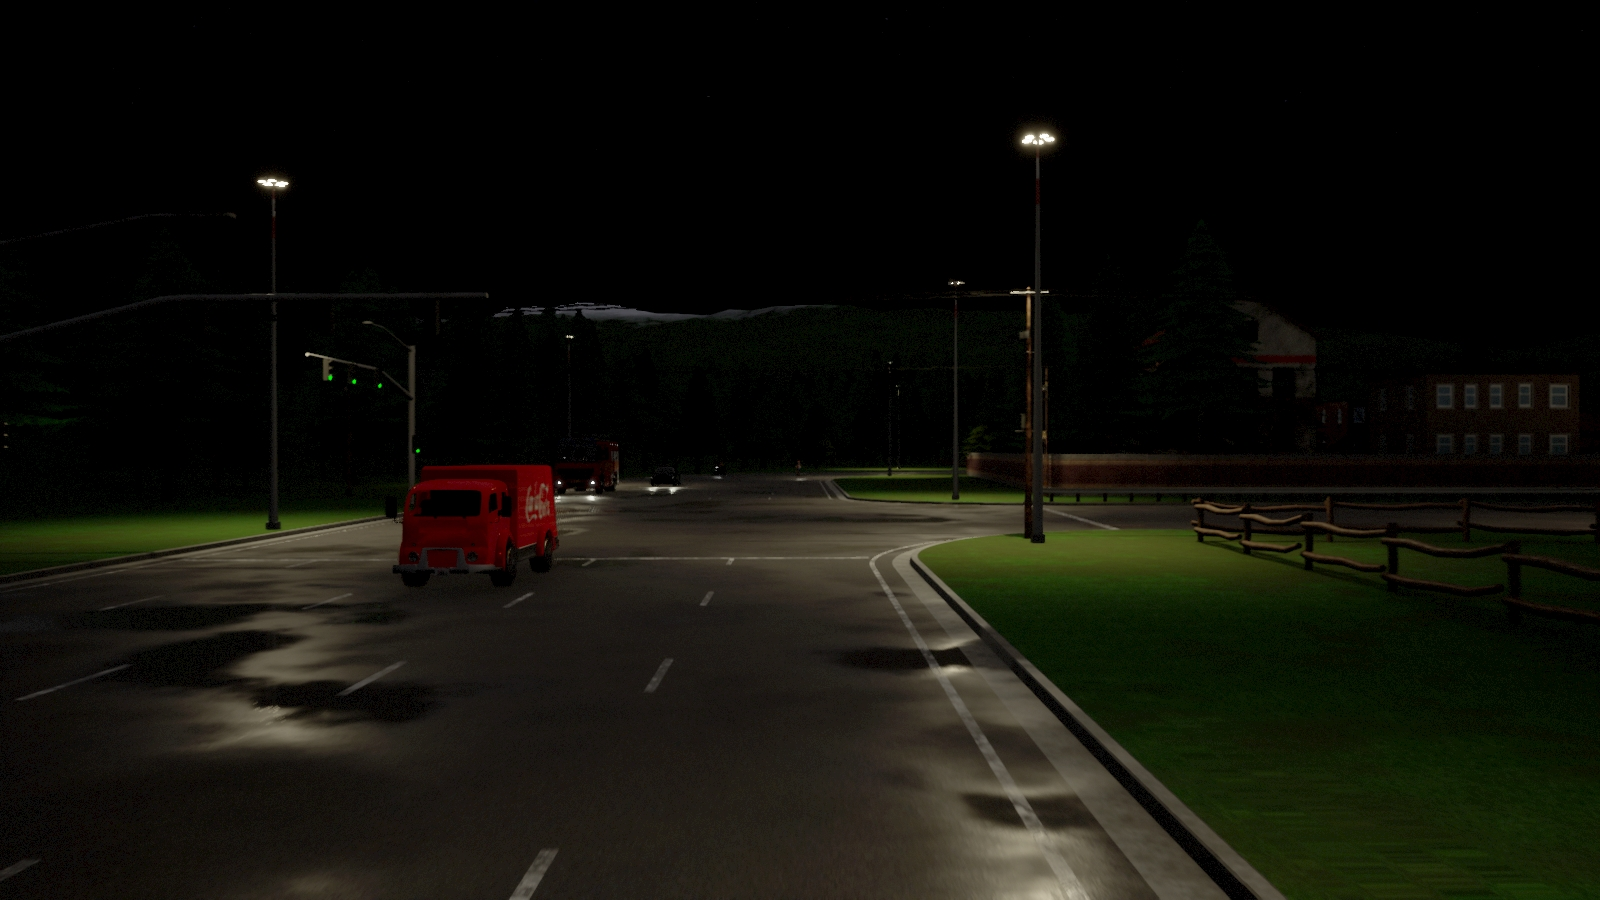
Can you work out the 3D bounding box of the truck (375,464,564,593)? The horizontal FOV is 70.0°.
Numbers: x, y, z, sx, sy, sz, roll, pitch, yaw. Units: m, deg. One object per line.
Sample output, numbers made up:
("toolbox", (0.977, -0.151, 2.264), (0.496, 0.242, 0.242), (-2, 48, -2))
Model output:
("truck", (-7.000, 1.568, 24.941), (2.627, 2.467, 5.204), (0, 0, 0))
